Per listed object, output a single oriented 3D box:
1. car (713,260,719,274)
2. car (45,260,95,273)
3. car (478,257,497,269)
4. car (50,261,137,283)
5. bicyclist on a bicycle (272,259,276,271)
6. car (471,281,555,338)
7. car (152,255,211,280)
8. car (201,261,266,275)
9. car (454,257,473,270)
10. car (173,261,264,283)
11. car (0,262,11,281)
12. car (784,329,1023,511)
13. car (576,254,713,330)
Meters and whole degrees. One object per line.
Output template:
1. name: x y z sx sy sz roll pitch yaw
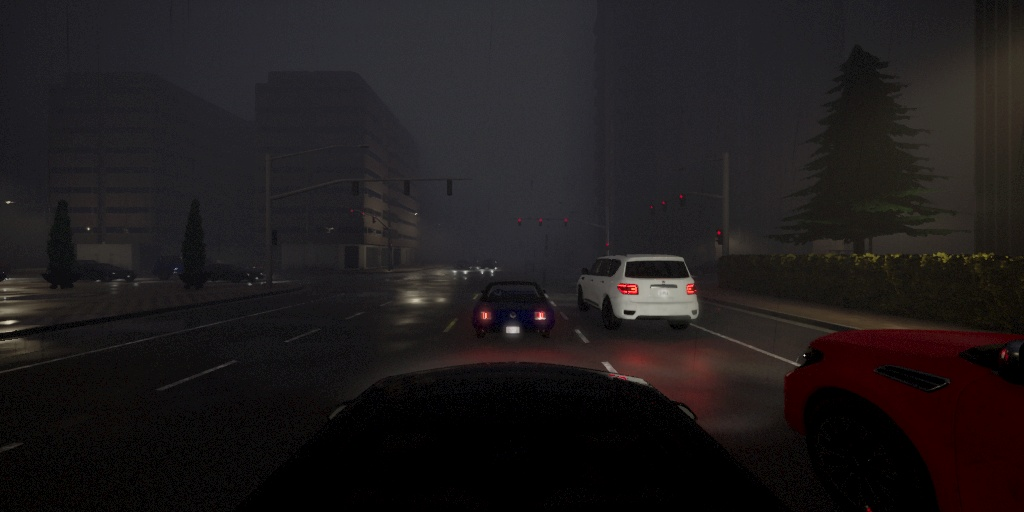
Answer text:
1. car: 20.822 1.228 37.631 5.008 1.535 1.882 0 0 1
2. car: -36.971 1.102 30.927 4.553 1.767 2.097 0 0 1
3. car: -3.675 1.255 55.476 1.837 1.490 4.892 0 0 0
4. car: -31.590 1.276 27.379 4.674 1.442 1.812 0 0 1
5. bicyclist on a bicycle: -28.697 1.051 42.836 0.582 1.620 1.656 0 0 0
6. car: 0.044 1.351 10.171 1.895 1.301 4.718 0 0 0
7. car: -27.502 0.972 30.842 5.566 2.045 2.150 0 0 0
8. car: -29.473 1.297 38.049 5.357 1.411 2.033 0 0 1
9. car: -7.155 1.276 51.563 1.812 1.442 4.674 0 0 0
10. car: -22.006 1.297 27.272 5.357 1.411 2.033 0 0 1
11. car: -41.843 1.276 27.466 4.674 1.442 1.812 0 0 1
12. car: 3.601 0.971 0.938 2.150 2.045 5.566 0 0 0
13. car: 3.575 0.971 11.300 2.150 2.045 5.566 0 0 -2
